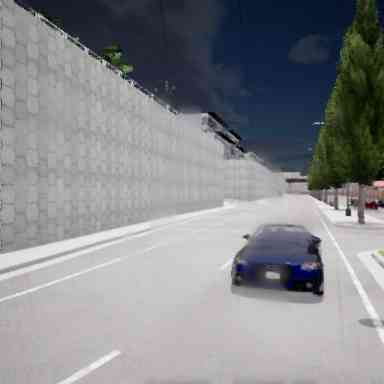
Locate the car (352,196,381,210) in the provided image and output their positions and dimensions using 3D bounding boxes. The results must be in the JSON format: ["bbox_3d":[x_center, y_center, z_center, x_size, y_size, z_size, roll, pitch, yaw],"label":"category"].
[{"bbox_3d":[22.630,1.348,43.356,2.097,1.767,4.553,0,0,19],"label":"car"}]

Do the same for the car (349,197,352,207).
[{"bbox_3d":[25.488,1.481,51.853,2.128,1.511,4.902,0,0,18],"label":"car"}]

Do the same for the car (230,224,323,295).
[{"bbox_3d":[2.368,1.556,8.791,1.994,1.385,4.181,0,0,20],"label":"car"}]

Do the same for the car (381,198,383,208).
[{"bbox_3d":[27.582,1.570,47.420,1.994,1.385,4.181,0,0,19],"label":"car"}]
